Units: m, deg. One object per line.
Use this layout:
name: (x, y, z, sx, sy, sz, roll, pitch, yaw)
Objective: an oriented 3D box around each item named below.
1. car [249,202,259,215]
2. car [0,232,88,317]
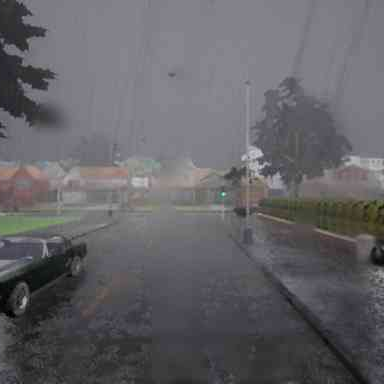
car: (8.534, 1.883, 38.058, 4.674, 1.442, 1.812, 0, -1, -6)
car: (-4.058, 1.673, 7.734, 1.895, 1.301, 4.718, 0, -1, 0)
